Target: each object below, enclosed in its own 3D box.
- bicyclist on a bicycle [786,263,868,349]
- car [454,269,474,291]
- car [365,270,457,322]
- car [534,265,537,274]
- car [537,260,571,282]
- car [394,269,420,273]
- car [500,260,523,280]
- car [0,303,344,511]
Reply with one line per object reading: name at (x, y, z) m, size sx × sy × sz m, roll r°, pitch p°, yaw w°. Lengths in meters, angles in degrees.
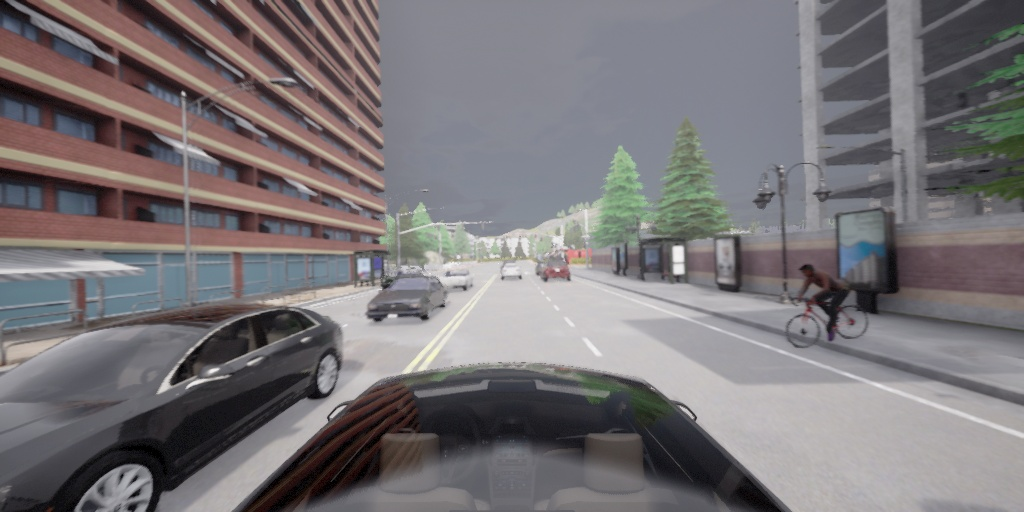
bicyclist on a bicycle at (6.088, 0.934, 7.036) m, size 1.656 × 1.620 × 0.582 m, roll -11°, pitch 0°, yaw 0°
car at (-3.667, 1.552, 23.630) m, size 1.895 × 1.301 × 4.718 m, roll -2°, pitch 0°, yaw 0°
car at (-3.657, 1.458, 13.583) m, size 2.033 × 1.411 × 5.357 m, roll -2°, pitch 0°, yaw 0°
car at (3.472, 1.335, 38.966) m, size 2.033 × 1.411 × 5.357 m, roll -2°, pitch 0°, yaw 0°
car at (3.490, 1.102, 29.563) m, size 2.097 × 1.767 × 4.553 m, roll -2°, pitch 0°, yaw 0°
car at (-7.086, 1.573, 23.969) m, size 1.895 × 1.301 × 4.718 m, roll -2°, pitch 0°, yaw 0°
car at (-0.049, 1.403, 33.754) m, size 1.812 × 1.442 × 4.674 m, roll -2°, pitch 0°, yaw 0°
car at (-3.635, 1.378, 3.929) m, size 1.837 × 1.490 × 4.892 m, roll -2°, pitch 0°, yaw 0°
